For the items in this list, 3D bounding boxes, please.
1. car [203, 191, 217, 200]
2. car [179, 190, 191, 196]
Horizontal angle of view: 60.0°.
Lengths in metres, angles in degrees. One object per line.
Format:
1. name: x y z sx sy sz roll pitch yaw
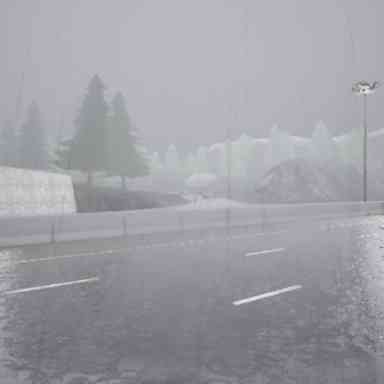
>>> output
1. car: 3.980 0.807 75.765 2.150 2.045 5.566 0 2 -11
2. car: -1.887 0.207 91.222 2.128 1.511 4.902 0 4 -29
